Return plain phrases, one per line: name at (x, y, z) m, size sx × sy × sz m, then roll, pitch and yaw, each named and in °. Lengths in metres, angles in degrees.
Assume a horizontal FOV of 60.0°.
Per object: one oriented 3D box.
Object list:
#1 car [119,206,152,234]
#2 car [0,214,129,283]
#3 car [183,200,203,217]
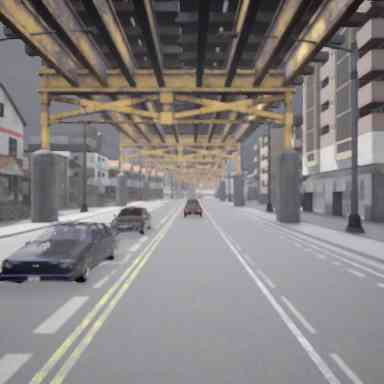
car at (-3.585, 1.662, 20.278) m, size 1.837 × 1.490 × 4.892 m, roll 0°, pitch 0°, yaw 0°
car at (-3.592, 1.634, 10.258) m, size 2.033 × 1.411 × 5.357 m, roll 0°, pitch 0°, yaw 0°
car at (0.109, 1.796, 33.662) m, size 1.895 × 1.301 × 4.718 m, roll 0°, pitch 0°, yaw 0°
